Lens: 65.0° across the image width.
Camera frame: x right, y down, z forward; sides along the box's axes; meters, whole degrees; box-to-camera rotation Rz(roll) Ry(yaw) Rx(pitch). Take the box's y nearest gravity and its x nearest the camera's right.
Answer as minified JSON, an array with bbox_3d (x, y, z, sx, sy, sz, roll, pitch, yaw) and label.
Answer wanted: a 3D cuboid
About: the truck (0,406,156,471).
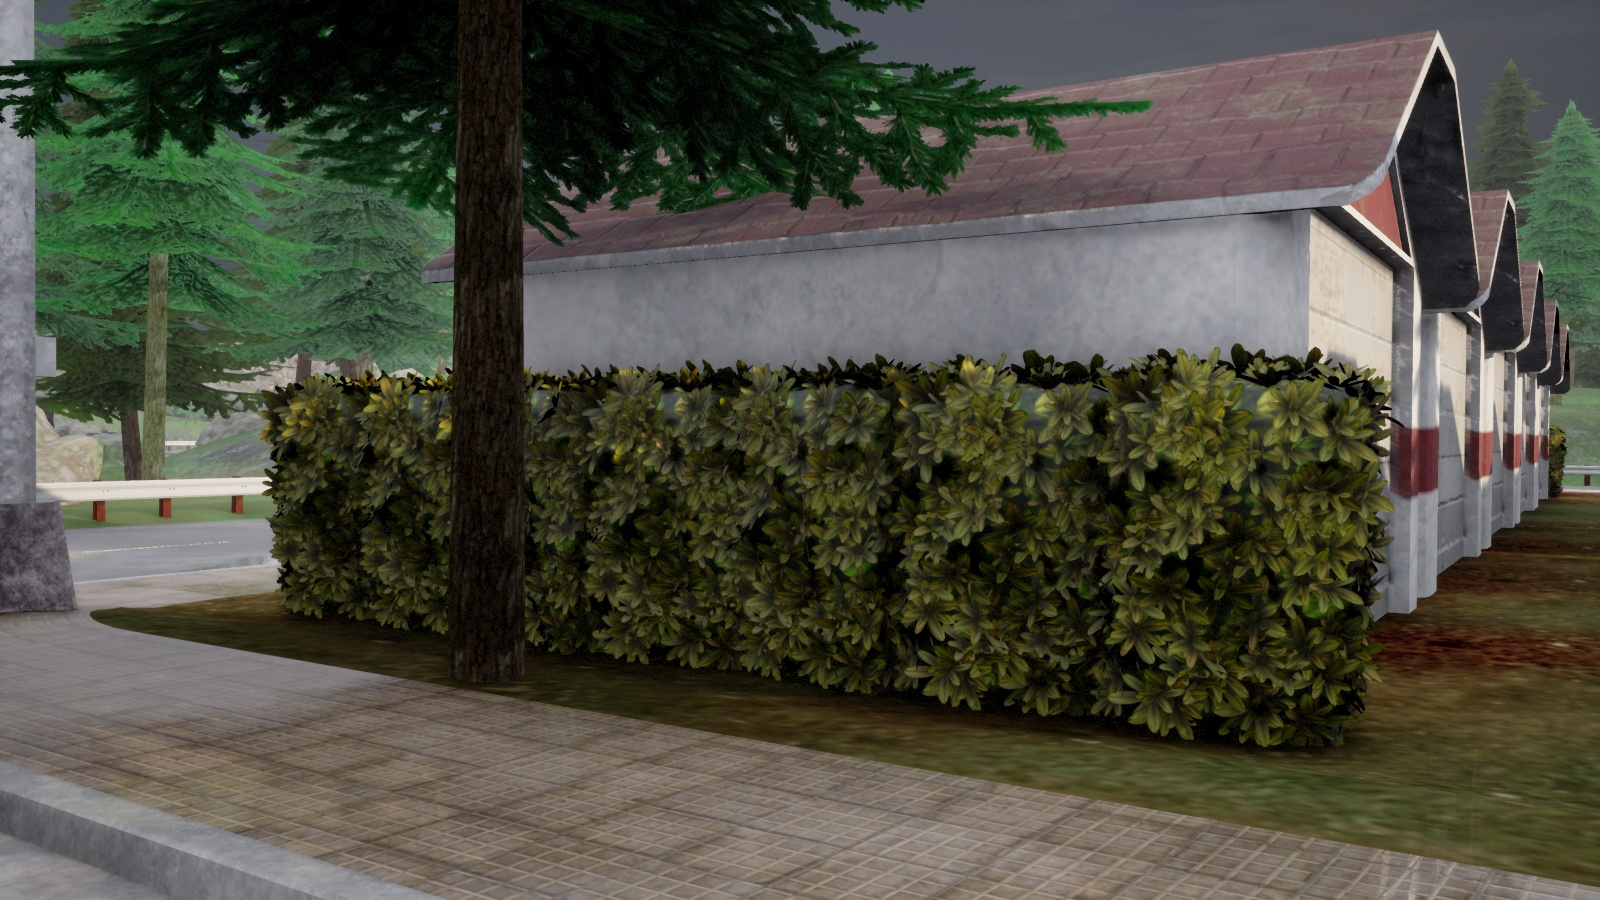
[{"bbox_3d":[-41.073,-0.651,70.948,2.891,3.462,7.936,0,1,34],"label":"truck"}]
